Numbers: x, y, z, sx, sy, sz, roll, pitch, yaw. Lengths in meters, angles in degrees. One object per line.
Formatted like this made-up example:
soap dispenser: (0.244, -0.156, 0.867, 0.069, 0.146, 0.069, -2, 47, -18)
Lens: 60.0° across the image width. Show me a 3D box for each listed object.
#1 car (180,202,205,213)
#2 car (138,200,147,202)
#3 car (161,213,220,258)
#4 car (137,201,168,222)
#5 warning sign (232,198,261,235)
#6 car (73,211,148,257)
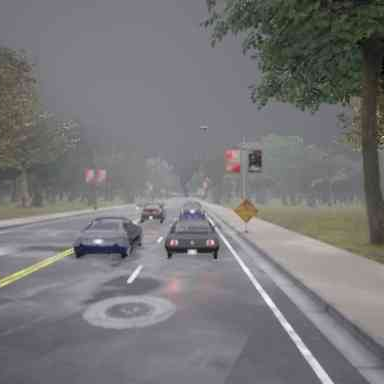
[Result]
car: (0.039, 1.620, 28.438, 2.097, 1.767, 4.553, 0, -1, 0)
car: (-9.718, 2.269, 65.638, 1.837, 1.490, 4.892, 0, 0, 0)
car: (0.028, 1.727, 13.260, 1.895, 1.301, 4.718, 0, 0, 0)
car: (-3.211, 1.776, 28.504, 1.837, 1.490, 4.892, 0, 0, 0)
warning sign: (2.854, 1.279, 17.559, 1.300, 1.860, 1.060, 0, -1, 0)
car: (-3.221, 1.693, 13.514, 1.994, 1.385, 4.181, 0, 0, 1)
